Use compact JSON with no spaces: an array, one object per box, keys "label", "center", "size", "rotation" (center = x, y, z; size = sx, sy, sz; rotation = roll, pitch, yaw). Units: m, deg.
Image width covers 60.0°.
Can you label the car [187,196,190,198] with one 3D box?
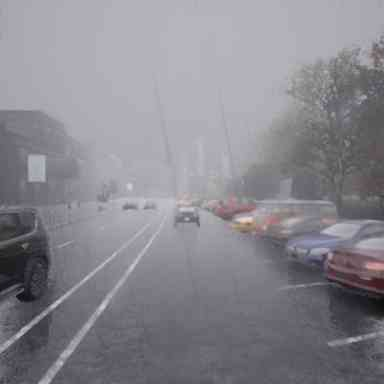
[{"label":"car","center":[2.272,2.109,67.017],"size":[5.366,1.575,1.946],"rotation":[1,-1,-25]}]

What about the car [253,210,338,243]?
[{"label":"car","center":[5.146,1.632,13.558],"size":[4.674,1.452,2.002],"rotation":[1,-1,-21]}]

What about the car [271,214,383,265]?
[{"label":"car","center":[5.182,1.611,10.604],"size":[4.674,1.452,2.002],"rotation":[0,0,-21]}]

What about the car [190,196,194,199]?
[{"label":"car","center":[2.641,2.040,61.013],"size":[5.008,1.535,2.097],"rotation":[1,-1,-25]}]

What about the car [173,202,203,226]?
[{"label":"car","center":[-0.418,1.721,24.968],"size":[1.812,1.442,4.674],"rotation":[0,0,-2]}]

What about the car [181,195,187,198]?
[{"label":"car","center":[0.938,1.971,78.783],"size":[5.566,2.045,2.435],"rotation":[1,-1,-26]}]

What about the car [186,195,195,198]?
[{"label":"car","center":[1.853,2.018,69.902],"size":[4.553,1.767,2.185],"rotation":[1,-1,-26]}]

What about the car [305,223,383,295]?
[{"label":"car","center":[5.241,1.590,7.657],"size":[4.674,1.452,2.002],"rotation":[1,-1,-21]}]

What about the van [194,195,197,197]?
[{"label":"van","center":[3.220,1.747,55.151],"size":[4.442,1.987,1.878],"rotation":[1,-1,-25]}]

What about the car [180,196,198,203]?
[{"label":"car","center":[-0.824,2.031,93.544],"size":[4.553,1.767,2.185],"rotation":[0,1,-28]}]

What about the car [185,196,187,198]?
[{"label":"car","center":[1.526,2.177,72.850],"size":[5.008,1.535,2.097],"rotation":[1,-1,-26]}]

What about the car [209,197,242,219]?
[{"label":"car","center":[4.719,1.456,28.420],"size":[5.566,2.045,2.435],"rotation":[1,-1,-23]}]

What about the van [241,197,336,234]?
[{"label":"van","center":[4.976,1.385,16.483],"size":[4.442,1.987,1.878],"rotation":[1,0,-22]}]

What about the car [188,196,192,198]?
[{"label":"car","center":[2.367,2.074,63.978],"size":[5.008,1.535,2.097],"rotation":[1,-1,-25]}]

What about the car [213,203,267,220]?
[{"label":"car","center":[4.566,1.772,31.368],"size":[4.674,1.452,2.002],"rotation":[1,0,-23]}]

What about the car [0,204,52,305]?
[{"label":"car","center":[-4.304,1.272,5.522],"size":[2.150,2.045,5.566],"rotation":[0,0,-1]}]

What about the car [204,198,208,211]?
[{"label":"car","center":[4.281,1.788,37.303],"size":[4.892,1.521,2.231],"rotation":[1,0,-23]}]

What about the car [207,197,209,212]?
[{"label":"car","center":[4.392,1.633,34.332],"size":[4.553,1.767,2.185],"rotation":[1,-1,-23]}]

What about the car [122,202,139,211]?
[{"label":"car","center":[-8.731,2.022,47.379],"size":[1.895,1.301,4.718],"rotation":[0,-1,-4]}]

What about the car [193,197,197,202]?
[{"label":"car","center":[3.344,1.938,52.129],"size":[5.008,1.535,2.097],"rotation":[1,0,-24]}]

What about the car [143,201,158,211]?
[{"label":"car","center":[-5.992,1.976,48.527],"size":[2.033,1.411,5.357],"rotation":[0,-1,-4]}]

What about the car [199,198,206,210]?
[{"label":"car","center":[3.904,1.874,43.226],"size":[4.792,1.488,2.163],"rotation":[1,0,-24]}]

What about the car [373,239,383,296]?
[{"label":"car","center":[5.458,1.526,4.752],"size":[5.366,1.575,1.946],"rotation":[1,-1,-21]}]

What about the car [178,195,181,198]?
[{"label":"car","center":[-0.132,1.962,87.612],"size":[5.566,2.045,2.435],"rotation":[1,1,-27]}]

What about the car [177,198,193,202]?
[{"label":"car","center":[-1.245,1.829,41.960],"size":[1.882,1.535,5.008],"rotation":[0,-1,-3]}]

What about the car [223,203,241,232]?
[{"label":"car","center":[4.828,1.629,19.426],"size":[5.366,1.575,1.946],"rotation":[1,0,-22]}]

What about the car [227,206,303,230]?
[{"label":"car","center":[4.910,1.698,22.465],"size":[4.674,1.452,2.002],"rotation":[1,0,-22]}]

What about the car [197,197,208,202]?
[{"label":"car","center":[3.739,1.875,46.205],"size":[5.008,1.535,2.097],"rotation":[1,-1,-24]}]

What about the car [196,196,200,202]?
[{"label":"car","center":[3.515,1.780,49.162],"size":[4.553,1.767,2.185],"rotation":[1,-1,-24]}]
